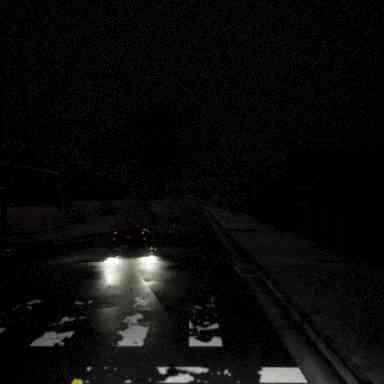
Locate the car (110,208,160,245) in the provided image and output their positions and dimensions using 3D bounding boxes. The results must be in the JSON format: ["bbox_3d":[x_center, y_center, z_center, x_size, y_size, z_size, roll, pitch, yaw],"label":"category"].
[{"bbox_3d":[-2.705,1.631,16.659,1.882,1.535,5.008,0,0,0],"label":"car"}]
